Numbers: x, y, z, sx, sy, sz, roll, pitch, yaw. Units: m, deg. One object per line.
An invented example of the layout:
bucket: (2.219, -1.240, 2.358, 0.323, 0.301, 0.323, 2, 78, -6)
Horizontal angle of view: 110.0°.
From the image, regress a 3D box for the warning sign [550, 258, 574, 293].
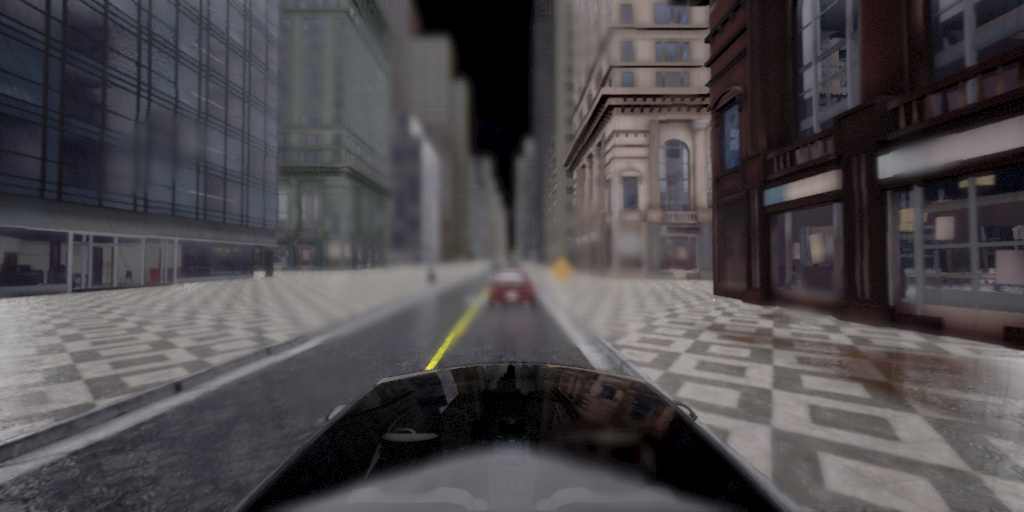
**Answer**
warning sign: (2.718, 1.036, 19.257, 1.300, 1.860, 1.060, 0, 0, 0)

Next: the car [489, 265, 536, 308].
car: (0.027, 1.368, 16.107, 1.882, 1.535, 5.008, 0, 0, 0)

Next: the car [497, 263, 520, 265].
car: (0.011, 1.561, 29.392, 2.033, 1.411, 5.357, 0, 0, 0)
